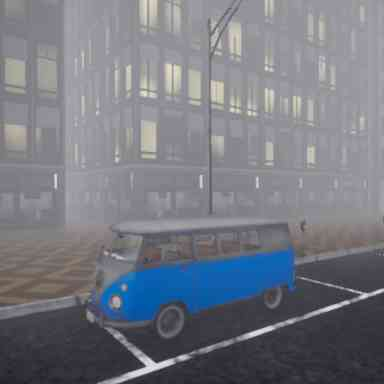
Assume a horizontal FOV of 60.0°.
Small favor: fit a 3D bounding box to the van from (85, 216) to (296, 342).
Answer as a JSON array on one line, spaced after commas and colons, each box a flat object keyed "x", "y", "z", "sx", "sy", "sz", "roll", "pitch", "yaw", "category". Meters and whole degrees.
[{"x": 0.177, "y": 1.375, "z": 6.241, "sx": 3.998, "sy": 1.788, "sz": 1.690, "roll": 1, "pitch": -1, "yaw": -35, "category": "van"}]
